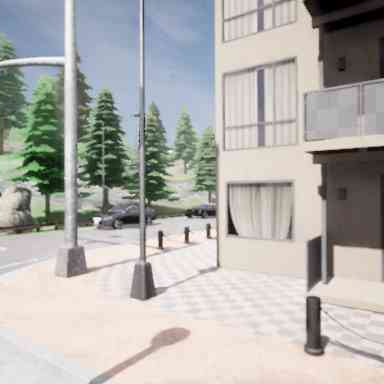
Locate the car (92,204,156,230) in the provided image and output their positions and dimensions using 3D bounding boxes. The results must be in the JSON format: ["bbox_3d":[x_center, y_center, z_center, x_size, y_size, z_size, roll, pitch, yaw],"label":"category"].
[{"bbox_3d":[-4.479,1.613,22.455,2.128,1.511,4.902,0,0,35],"label":"car"}]

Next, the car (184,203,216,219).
[{"bbox_3d":[1.324,1.723,30.813,1.895,1.301,4.718,0,0,35],"label":"car"}]
